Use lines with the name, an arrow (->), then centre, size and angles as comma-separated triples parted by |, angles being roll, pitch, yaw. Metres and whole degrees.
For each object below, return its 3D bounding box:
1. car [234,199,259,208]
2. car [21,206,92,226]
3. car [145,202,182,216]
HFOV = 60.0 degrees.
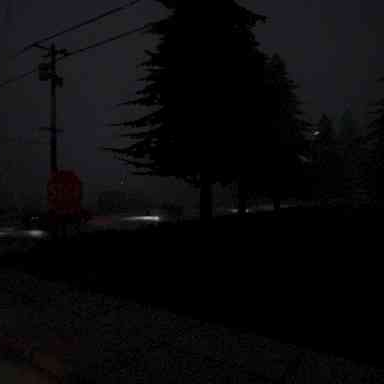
car -> 8.426, 1.432, 51.102 | 2.150, 2.045, 5.566 | 0, -1, 33
car -> -9.505, 1.667, 23.686 | 1.882, 1.535, 5.008 | 0, 0, 33
car -> -2.839, 1.760, 33.932 | 1.994, 1.385, 4.181 | 0, 0, 33
